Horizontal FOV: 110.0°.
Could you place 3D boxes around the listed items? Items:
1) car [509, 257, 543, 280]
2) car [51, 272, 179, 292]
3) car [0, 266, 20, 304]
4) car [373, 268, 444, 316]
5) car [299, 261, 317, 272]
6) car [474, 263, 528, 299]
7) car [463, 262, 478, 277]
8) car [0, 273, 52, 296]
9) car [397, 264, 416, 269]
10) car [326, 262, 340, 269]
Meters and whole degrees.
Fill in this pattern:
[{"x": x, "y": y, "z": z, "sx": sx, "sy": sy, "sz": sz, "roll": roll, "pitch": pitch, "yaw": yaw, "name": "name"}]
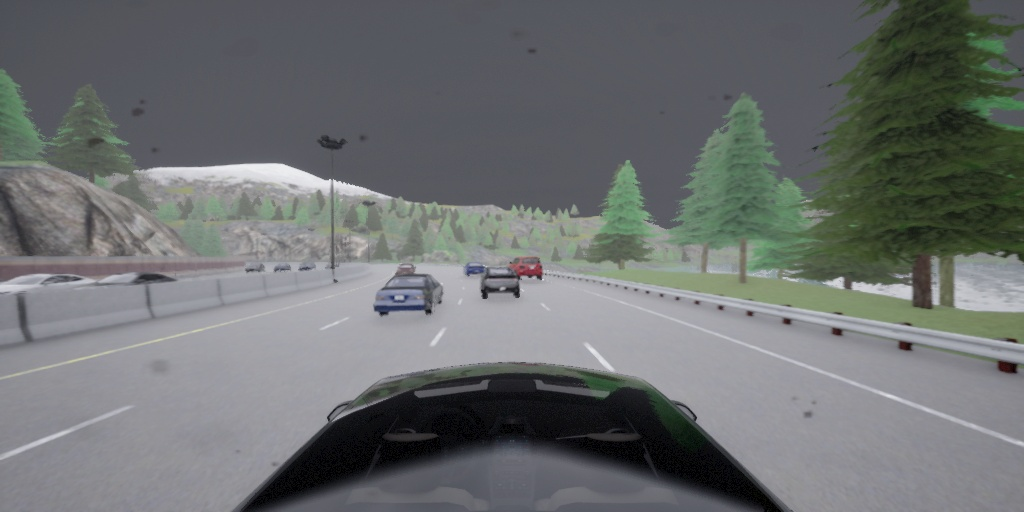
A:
[{"x": 1.096, "y": 1.073, "z": 31.845, "sx": 2.150, "sy": 2.045, "sz": 5.566, "roll": 0, "pitch": 0, "yaw": -12, "name": "car"}, {"x": -18.460, "y": 1.513, "z": 17.368, "sx": 1.812, "sy": 1.442, "sz": 4.674, "roll": -1, "pitch": 0, "yaw": -7, "name": "car"}, {"x": -25.309, "y": 1.400, "z": 15.477, "sx": 2.097, "sy": 1.767, "sz": 4.553, "roll": -1, "pitch": 0, "yaw": -6, "name": "car"}, {"x": -3.781, "y": 1.379, "z": 13.877, "sx": 2.033, "sy": 1.411, "sz": 5.357, "roll": -1, "pitch": 0, "yaw": -5, "name": "car"}, {"x": -32.068, "y": 1.621, "z": 56.414, "sx": 2.097, "sy": 1.767, "sz": 4.553, "roll": -1, "pitch": 0, "yaw": -22, "name": "car"}, {"x": -0.740, "y": 1.312, "z": 18.856, "sx": 2.128, "sy": 1.511, "sz": 4.902, "roll": 0, "pitch": 0, "yaw": -7, "name": "car"}, {"x": -4.221, "y": 1.407, "z": 39.194, "sx": 1.882, "sy": 1.535, "sz": 5.008, "roll": 0, "pitch": 0, "yaw": -14, "name": "car"}, {"x": -21.909, "y": 1.544, "z": 16.667, "sx": 1.812, "sy": 1.442, "sz": 4.674, "roll": -1, "pitch": 0, "yaw": -6, "name": "car"}, {"x": -10.990, "y": 1.514, "z": 37.378, "sx": 1.812, "sy": 1.442, "sz": 4.674, "roll": 0, "pitch": 0, "yaw": -14, "name": "car"}, {"x": -28.994, "y": 1.743, "z": 58.179, "sx": 1.837, "sy": 1.490, "sz": 4.892, "roll": 0, "pitch": 0, "yaw": -23, "name": "car"}]
